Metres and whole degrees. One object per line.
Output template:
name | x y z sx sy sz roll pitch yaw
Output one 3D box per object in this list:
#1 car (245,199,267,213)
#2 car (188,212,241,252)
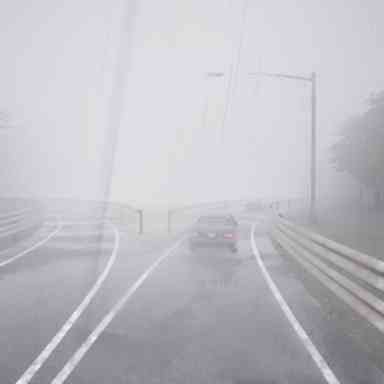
car | 7.434 1.559 38.196 1.882 1.535 5.008 0 0 21
car | 1.058 1.570 14.126 2.033 1.411 5.357 0 0 9
